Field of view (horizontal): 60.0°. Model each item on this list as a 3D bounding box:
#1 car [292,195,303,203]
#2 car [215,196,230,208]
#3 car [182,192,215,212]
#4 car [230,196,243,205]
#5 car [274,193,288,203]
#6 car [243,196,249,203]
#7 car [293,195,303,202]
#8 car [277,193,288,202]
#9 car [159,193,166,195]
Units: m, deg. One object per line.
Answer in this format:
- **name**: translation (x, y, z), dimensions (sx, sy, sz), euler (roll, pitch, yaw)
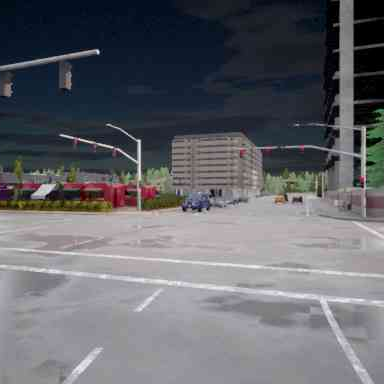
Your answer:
- **car**: translation (21.449, 1.478, 67.601), dimensions (1.882, 1.535, 5.008), euler (0, 0, 19)
- **car**: translation (3.746, 1.601, 48.558), dimensions (1.895, 1.301, 4.718), euler (0, 0, 19)
- **car**: translation (0.597, 1.221, 39.317), dimensions (2.150, 2.045, 5.566), euler (0, 0, 19)
- **car**: translation (6.869, 1.491, 57.676), dimensions (2.128, 1.511, 4.902), euler (0, 0, 19)
- **car**: translation (18.236, 1.478, 69.005), dimensions (1.882, 1.535, 5.008), euler (0, 0, 19)
- **car**: translation (10.343, 1.547, 67.663), dimensions (2.033, 1.411, 5.357), euler (0, 0, 19)
- **car**: translation (24.742, 1.525, 77.344), dimensions (2.128, 1.511, 4.902), euler (0, 0, 19)
- **car**: translation (21.547, 1.225, 78.822), dimensions (2.150, 2.045, 5.566), euler (0, 0, 19)
- **car**: translation (-7.964, 1.209, 81.445), dimensions (4.605, 1.855, 1.932), euler (0, 0, 19)
